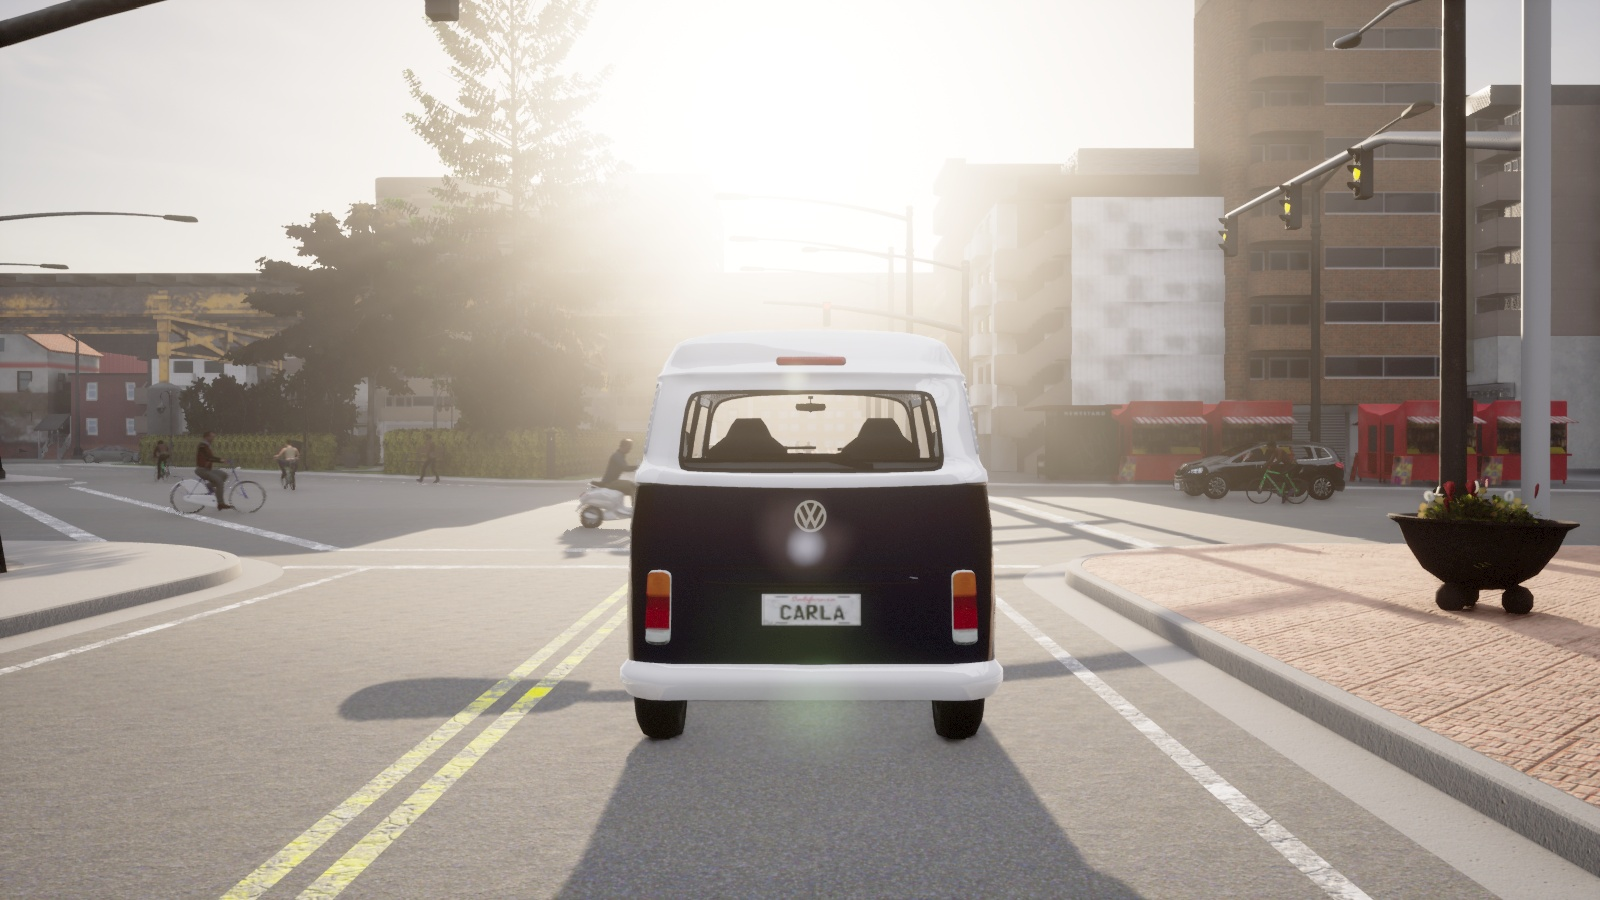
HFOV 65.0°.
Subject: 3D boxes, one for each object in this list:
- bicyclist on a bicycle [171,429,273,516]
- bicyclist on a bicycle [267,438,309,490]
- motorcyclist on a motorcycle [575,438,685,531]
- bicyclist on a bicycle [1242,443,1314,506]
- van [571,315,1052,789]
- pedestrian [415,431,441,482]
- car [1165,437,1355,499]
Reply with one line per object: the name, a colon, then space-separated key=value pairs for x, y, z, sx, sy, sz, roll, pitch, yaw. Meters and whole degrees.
bicyclist on a bicycle: x=-12.003 y=0.460 z=26.123 sx=1.843 sy=1.776 sz=0.659 roll=0 pitch=0 yaw=-13
bicyclist on a bicycle: x=-16.176 y=0.432 z=39.637 sx=0.866 sy=1.612 sz=1.509 roll=-1 pitch=1 yaw=-36
motorcyclist on a motorcycle: x=-2.969 y=0.590 z=22.061 sx=1.817 sy=1.590 sz=0.866 roll=0 pitch=0 yaw=0
bicyclist on a bicycle: x=12.392 y=0.626 z=32.583 sx=1.656 sy=1.620 sz=0.582 roll=0 pitch=0 yaw=0
van: x=0.066 y=0.427 z=7.651 sx=2.069 sy=2.038 sz=4.480 roll=0 pitch=0 yaw=0
pedestrian: x=-13.303 y=0.240 z=44.894 sx=0.869 sy=1.805 sz=0.328 roll=0 pitch=0 yaw=19
car: x=13.121 y=0.503 z=36.080 sx=4.611 sy=1.667 sz=2.242 roll=1 pitch=0 yaw=0
